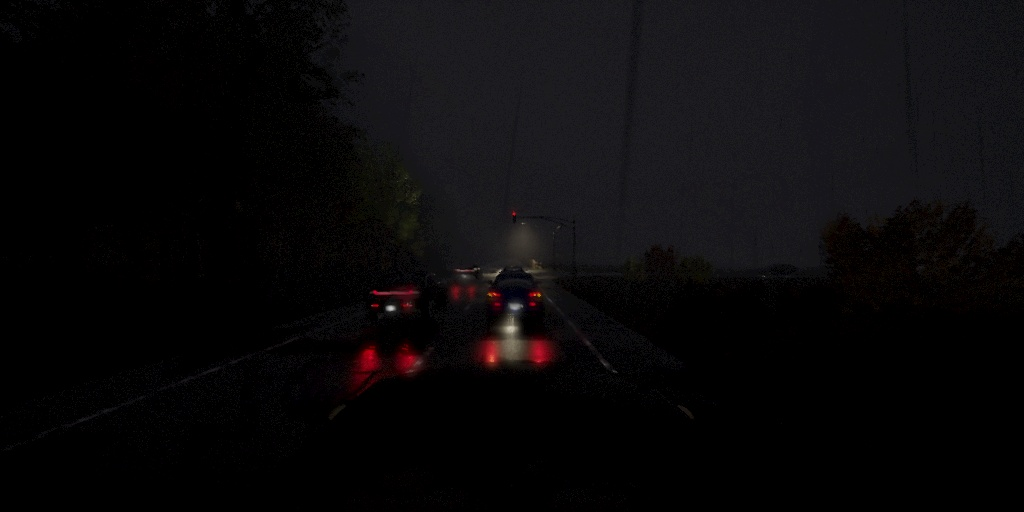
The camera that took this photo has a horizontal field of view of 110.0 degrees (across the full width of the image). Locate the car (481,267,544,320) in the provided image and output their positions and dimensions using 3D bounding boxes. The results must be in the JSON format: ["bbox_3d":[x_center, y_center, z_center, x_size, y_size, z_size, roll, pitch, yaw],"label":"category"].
[{"bbox_3d":[0.096,1.295,12.615,1.812,1.442,4.674,0,0,0],"label":"car"}]

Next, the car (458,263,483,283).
[{"bbox_3d":[-3.407,1.287,28.342,2.128,1.511,4.902,0,0,0],"label":"car"}]

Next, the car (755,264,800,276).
[{"bbox_3d":[33.672,1.745,45.554,4.892,1.490,1.837,1,-1,1],"label":"car"}]

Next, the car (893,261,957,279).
[{"bbox_3d":[48.540,1.559,41.917,5.566,2.045,2.150,1,-1,0],"label":"car"}]

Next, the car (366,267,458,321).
[{"bbox_3d":[-3.403,1.260,12.510,2.128,1.511,4.902,0,0,0],"label":"car"}]
